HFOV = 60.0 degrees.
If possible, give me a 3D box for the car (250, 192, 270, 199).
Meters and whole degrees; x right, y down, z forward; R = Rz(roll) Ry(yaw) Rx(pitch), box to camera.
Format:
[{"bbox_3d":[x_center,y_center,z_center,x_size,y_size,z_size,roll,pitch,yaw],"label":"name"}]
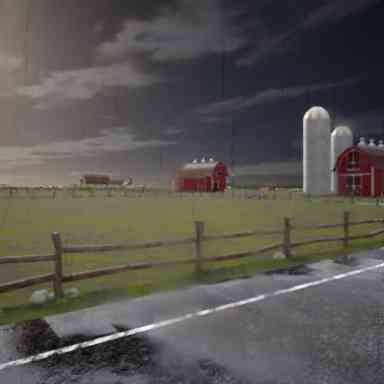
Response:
[{"bbox_3d":[13.997,0.767,68.454,1.994,1.385,4.181,-1,1,-36],"label":"car"}]
